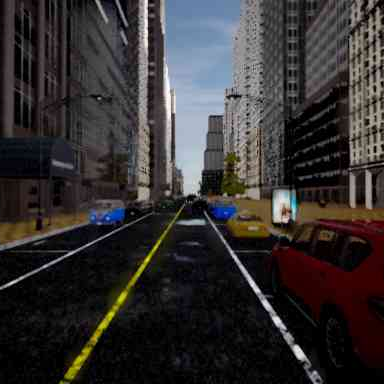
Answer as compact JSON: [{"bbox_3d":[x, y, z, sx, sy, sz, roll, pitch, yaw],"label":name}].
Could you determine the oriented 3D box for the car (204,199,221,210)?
[{"bbox_3d":[2.696,1.696,45.254,2.008,1.369,4.403,0,0,0],"label":"car"}]

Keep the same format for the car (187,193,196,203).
[{"bbox_3d":[-0.001,1.328,72.979,2.150,2.045,5.566,0,0,0],"label":"car"}]

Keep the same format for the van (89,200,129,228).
[{"bbox_3d":[-5.683,1.412,22.519,1.690,1.788,3.998,0,0,0],"label":"van"}]

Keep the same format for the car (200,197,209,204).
[{"bbox_3d":[2.695,1.786,73.699,1.887,1.381,4.507,0,0,0],"label":"car"}]

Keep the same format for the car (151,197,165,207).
[{"bbox_3d":[-5.684,1.622,56.654,1.967,1.590,4.097,0,0,0],"label":"car"}]

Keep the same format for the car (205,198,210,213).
[{"bbox_3d":[2.696,1.659,33.876,2.008,1.369,4.403,0,0,0],"label":"car"}]

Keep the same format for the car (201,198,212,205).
[{"bbox_3d":[2.695,1.753,62.321,2.008,1.369,4.403,0,0,0],"label":"car"}]

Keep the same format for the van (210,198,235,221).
[{"bbox_3d":[2.698,1.431,28.188,1.690,1.788,3.998,0,0,0],"label":"van"}]

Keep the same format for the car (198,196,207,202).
[{"bbox_3d":[2.695,1.831,85.076,2.008,1.369,4.403,0,0,0],"label":"car"}]

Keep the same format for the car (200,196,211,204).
[{"bbox_3d":[2.695,1.662,68.009,1.967,1.590,4.097,0,0,0],"label":"car"}]

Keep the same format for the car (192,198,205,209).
[{"bbox_3d":[0.898,1.665,49.824,1.837,1.490,4.892,0,0,0],"label":"car"}]

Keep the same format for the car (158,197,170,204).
[{"bbox_3d":[-5.686,1.771,68.032,2.008,1.369,4.403,0,0,0],"label":"car"}]

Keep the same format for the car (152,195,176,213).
[{"bbox_3d":[-3.093,1.347,39.483,2.150,2.045,5.566,0,0,0],"label":"car"}]

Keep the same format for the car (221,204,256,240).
[{"bbox_3d":[2.696,1.579,16.979,1.752,1.417,4.829,0,0,0],"label":"car"}]

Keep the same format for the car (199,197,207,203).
[{"bbox_3d":[2.694,1.842,79.388,1.802,1.307,4.206,0,0,0],"label":"car"}]

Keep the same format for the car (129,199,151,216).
[{"bbox_3d":[-5.685,1.673,33.897,1.947,1.339,4.313,0,0,0],"label":"car"}]

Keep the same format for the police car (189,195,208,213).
[{"bbox_3d":[0.899,1.553,39.933,1.930,1.638,5.238,0,0,0],"label":"police car"}]

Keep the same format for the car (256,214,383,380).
[{"bbox_3d":[2.698,1.333,5.432,2.192,1.841,5.009,0,0,0],"label":"car"}]

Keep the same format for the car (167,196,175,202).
[{"bbox_3d":[-5.686,1.845,90.788,1.887,1.381,4.507,0,0,0],"label":"car"}]

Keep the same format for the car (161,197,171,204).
[{"bbox_3d":[-5.686,1.785,73.720,1.887,1.381,4.507,0,0,0],"label":"car"}]
